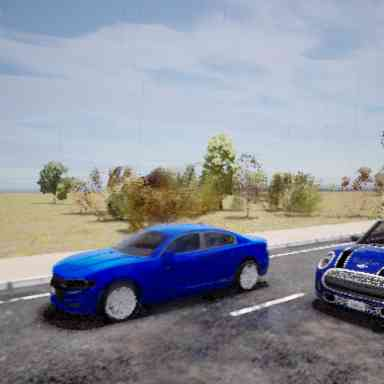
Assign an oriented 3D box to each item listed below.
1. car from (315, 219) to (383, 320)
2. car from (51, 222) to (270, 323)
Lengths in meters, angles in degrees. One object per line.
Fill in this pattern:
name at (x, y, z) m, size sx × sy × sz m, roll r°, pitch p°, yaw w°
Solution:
car at (4.639, 1.341, 7.005) m, size 4.553 × 1.767 × 2.097 m, roll 0°, pitch 0°, yaw -36°
car at (-0.436, 1.473, 7.370) m, size 5.008 × 1.535 × 1.882 m, roll 0°, pitch 0°, yaw -36°
